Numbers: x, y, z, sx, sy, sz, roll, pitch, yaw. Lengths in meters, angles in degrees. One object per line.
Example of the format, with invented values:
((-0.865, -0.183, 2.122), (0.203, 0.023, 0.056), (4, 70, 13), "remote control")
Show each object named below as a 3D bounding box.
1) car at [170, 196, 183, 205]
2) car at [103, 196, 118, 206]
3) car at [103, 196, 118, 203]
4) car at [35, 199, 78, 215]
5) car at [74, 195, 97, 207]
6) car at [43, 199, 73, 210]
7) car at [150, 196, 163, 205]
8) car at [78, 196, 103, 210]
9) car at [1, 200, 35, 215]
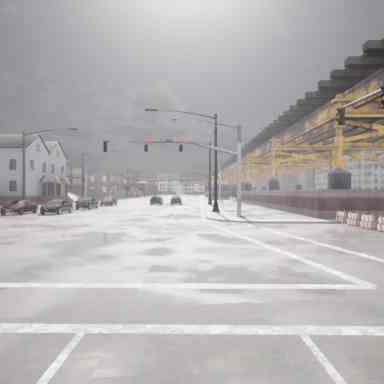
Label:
((-2.753, 1.505, 58.841), (1.837, 1.490, 4.892), (0, 0, 1), "car")
((-13.459, 1.526, 53.951), (1.812, 1.442, 4.674), (0, 0, 2), "car")
((-16.554, 1.521, 67.405), (1.812, 1.442, 4.674), (0, 0, 1), "car")
((-13.925, 1.505, 34.414), (1.837, 1.490, 4.892), (0, 0, 1), "car")
((-16.972, 1.353, 53.207), (2.097, 1.767, 4.553), (0, 0, 2), "car")
((-17.221, 1.601, 43.003), (1.895, 1.301, 4.718), (0, 0, 1), "car")
((-6.252, 1.478, 58.923), (1.882, 1.535, 5.008), (0, 0, 1), "car")
((-13.704, 1.505, 43.666), (1.837, 1.490, 4.892), (0, 0, 1), "car")
((-17.440, 1.526, 33.912), (1.812, 1.442, 4.674), (0, 0, 1), "car")
